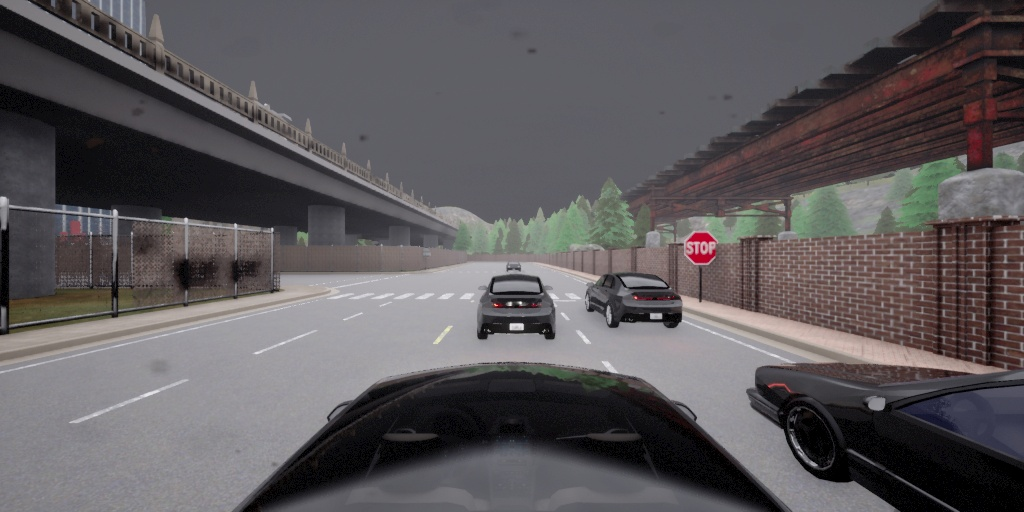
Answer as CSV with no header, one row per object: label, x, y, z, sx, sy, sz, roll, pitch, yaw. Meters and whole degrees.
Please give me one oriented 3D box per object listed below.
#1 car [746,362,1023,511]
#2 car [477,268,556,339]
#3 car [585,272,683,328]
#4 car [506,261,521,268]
car,3.600,1.297,1.620,2.033,1.411,5.357,0,0,0
car,0.102,1.255,10.009,1.837,1.490,4.892,0,0,0
car,3.604,1.255,11.366,1.837,1.490,4.892,0,0,0
car,0.203,1.351,46.293,1.895,1.301,4.718,0,0,-1
